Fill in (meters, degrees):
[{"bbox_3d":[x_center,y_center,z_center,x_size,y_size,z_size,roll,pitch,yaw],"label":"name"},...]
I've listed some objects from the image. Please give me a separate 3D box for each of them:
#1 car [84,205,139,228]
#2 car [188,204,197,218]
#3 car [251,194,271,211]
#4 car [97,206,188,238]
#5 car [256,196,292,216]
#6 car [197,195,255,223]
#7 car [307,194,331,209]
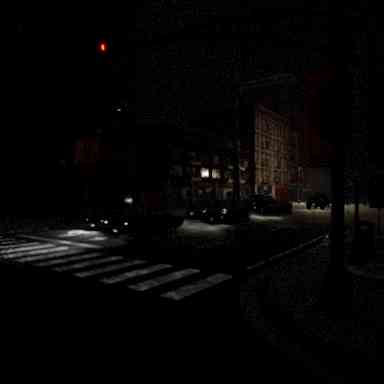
[{"bbox_3d":[-4.224,1.548,21.443,2.033,1.411,5.357,0,0,35],"label":"car"},{"bbox_3d":[1.377,1.511,29.379,2.128,1.511,4.902,0,0,35],"label":"car"},{"bbox_3d":[7.468,1.267,37.990,2.150,2.045,5.566,0,0,36],"label":"car"},{"bbox_3d":[-2.535,1.606,18.201,1.895,1.301,4.718,0,0,35],"label":"car"},{"bbox_3d":[8.693,1.523,34.100,1.882,1.535,5.008,0,0,35],"label":"car"},{"bbox_3d":[2.683,1.375,25.597,2.097,1.767,4.553,0,0,35],"label":"car"},{"bbox_3d":[18.059,1.299,47.215,2.150,2.045,5.566,0,0,35],"label":"car"}]
